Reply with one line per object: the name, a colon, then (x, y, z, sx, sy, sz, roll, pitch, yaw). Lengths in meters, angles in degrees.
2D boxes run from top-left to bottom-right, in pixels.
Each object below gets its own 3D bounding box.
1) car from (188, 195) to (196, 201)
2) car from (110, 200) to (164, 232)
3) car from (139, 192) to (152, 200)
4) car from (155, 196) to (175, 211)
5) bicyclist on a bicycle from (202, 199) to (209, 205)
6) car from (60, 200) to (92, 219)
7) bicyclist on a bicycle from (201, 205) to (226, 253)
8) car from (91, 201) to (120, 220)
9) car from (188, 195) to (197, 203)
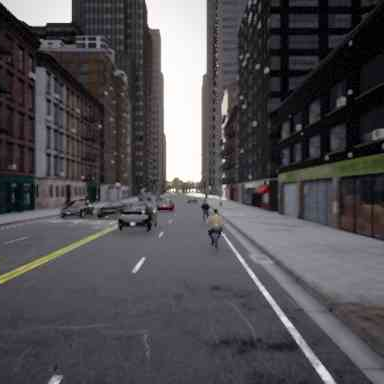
car: (0.027, 1.445, 81.504, 1.994, 1.385, 4.181, 0, 0, 0)
car: (-3.144, 1.468, 20.050, 2.128, 1.511, 4.902, 0, 0, 0)
car: (-9.727, 1.091, 69.462, 2.150, 2.045, 5.566, 0, 0, 0)
car: (-3.137, 1.519, 40.005, 1.994, 1.385, 4.181, 0, 0, 0)
bicyclist on a bicycle: (0.901, 1.345, 22.312, 0.659, 1.776, 1.843, 0, 0, 0)
car: (-9.831, 1.474, 28.893, 1.837, 1.490, 4.892, 0, 0, 0)
bicyclist on a bicycle: (0.896, 1.422, 12.585, 0.866, 1.612, 1.509, 0, 0, 0)
car: (-6.586, 1.516, 28.377, 2.033, 1.411, 5.357, 0, 0, 0)
car: (0.095, 1.464, 66.241, 2.033, 1.411, 5.357, 0, 0, 0)
